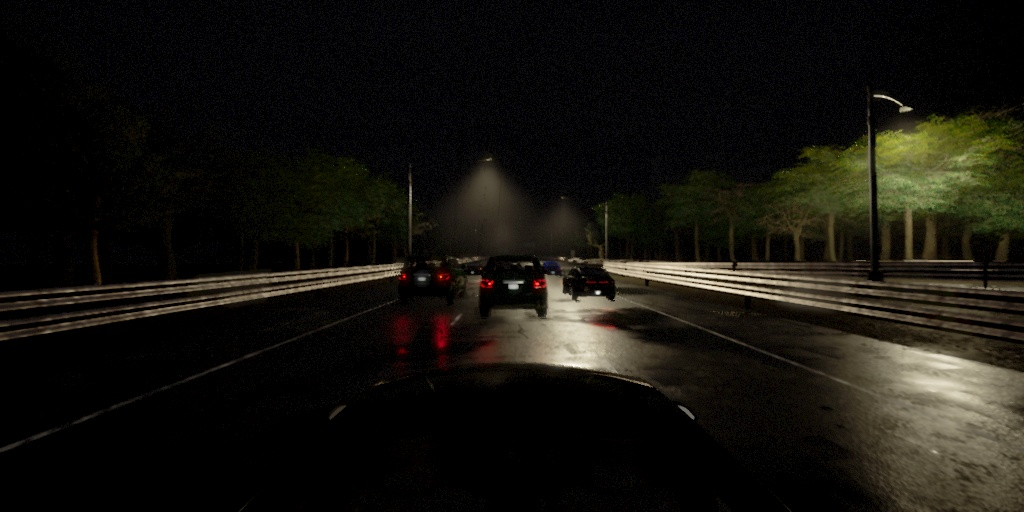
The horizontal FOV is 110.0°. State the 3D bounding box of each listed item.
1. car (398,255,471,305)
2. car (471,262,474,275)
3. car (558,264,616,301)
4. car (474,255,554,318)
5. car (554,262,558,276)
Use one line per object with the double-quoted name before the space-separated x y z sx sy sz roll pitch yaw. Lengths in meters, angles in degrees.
"car" -3.422 0.976 16.341 2.150 2.045 5.566 0 0 0
"car" -3.422 1.241 33.396 1.812 1.442 4.674 0 0 0
"car" 3.581 1.260 17.318 1.837 1.490 4.892 0 0 0
"car" 0.064 0.977 13.102 2.150 2.045 5.566 0 0 0
"car" 3.583 1.241 33.409 1.812 1.442 4.674 0 0 0
